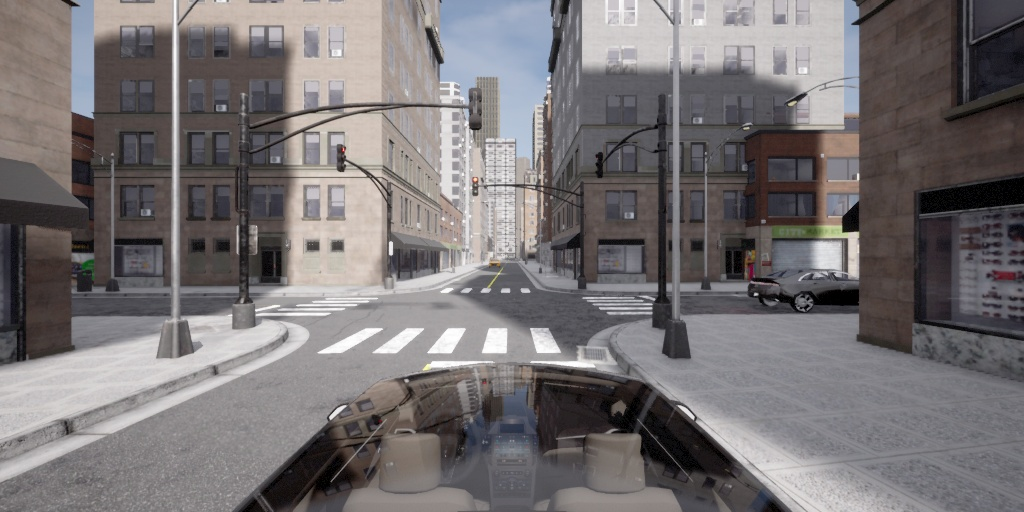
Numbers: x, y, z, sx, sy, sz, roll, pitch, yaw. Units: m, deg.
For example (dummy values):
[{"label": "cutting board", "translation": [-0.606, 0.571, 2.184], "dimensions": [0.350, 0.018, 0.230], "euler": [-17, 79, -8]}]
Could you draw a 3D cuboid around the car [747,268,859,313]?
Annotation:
[{"label": "car", "translation": [11.427, 1.209, 13.225], "dimensions": [4.902, 1.511, 2.128], "euler": [0, 0, 0]}]

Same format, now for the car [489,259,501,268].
[{"label": "car", "translation": [-2.998, 1.207, 62.908], "dimensions": [1.882, 1.535, 5.008], "euler": [0, 0, 0]}]
